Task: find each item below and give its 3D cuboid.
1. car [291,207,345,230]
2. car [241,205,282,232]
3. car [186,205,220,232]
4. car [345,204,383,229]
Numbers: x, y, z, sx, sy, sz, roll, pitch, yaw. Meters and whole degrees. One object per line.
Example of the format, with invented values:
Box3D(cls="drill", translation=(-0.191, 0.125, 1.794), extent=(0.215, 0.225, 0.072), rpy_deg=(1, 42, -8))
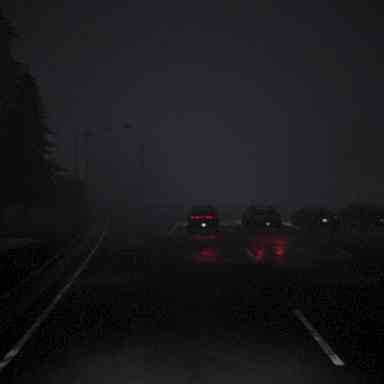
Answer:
Box3D(cls="car", translation=(7.727, 1.609, 21.227), extent=(1.994, 1.385, 4.181), rpy_deg=(0, 0, 2))
Box3D(cls="car", translation=(4.208, 1.545, 20.585), extent=(2.128, 1.511, 4.902), rpy_deg=(0, 0, 2))
Box3D(cls="car", translation=(0.711, 1.568, 20.792), extent=(1.837, 1.490, 4.892), rpy_deg=(0, 0, 1))
Box3D(cls="car", translation=(11.248, 1.515, 22.013), extent=(1.882, 1.535, 5.008), rpy_deg=(0, 0, 1))
